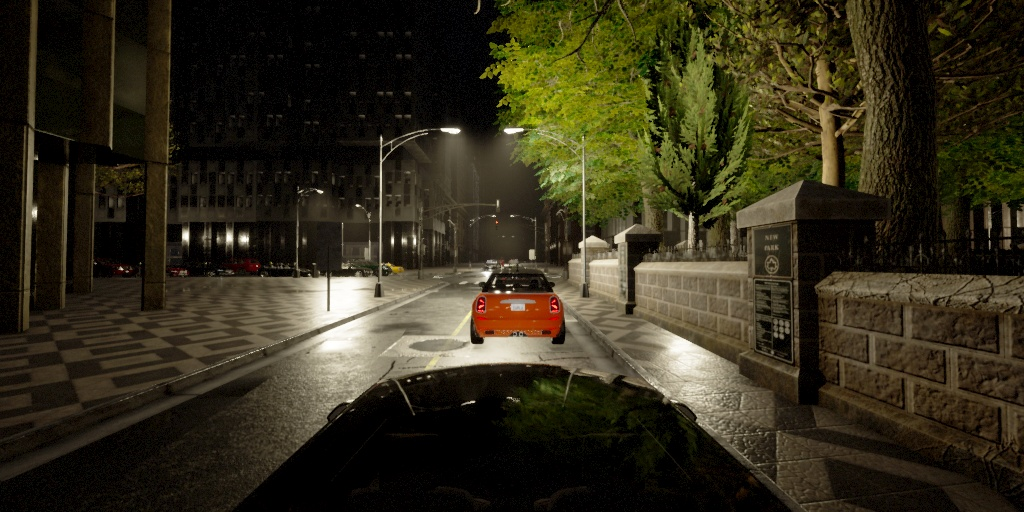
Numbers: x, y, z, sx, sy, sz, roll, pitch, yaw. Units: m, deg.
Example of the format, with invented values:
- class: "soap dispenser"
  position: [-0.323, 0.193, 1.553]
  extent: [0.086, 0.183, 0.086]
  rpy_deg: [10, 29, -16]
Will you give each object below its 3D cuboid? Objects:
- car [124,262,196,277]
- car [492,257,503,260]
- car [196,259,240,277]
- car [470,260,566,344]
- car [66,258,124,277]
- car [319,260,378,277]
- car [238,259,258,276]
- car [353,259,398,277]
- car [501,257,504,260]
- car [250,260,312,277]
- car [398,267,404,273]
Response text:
- class: "car"
  position: [-31.036, 1.320, 31.675]
  extent: [4.207, 1.307, 1.802]
  rpy_deg: [0, 0, 1]
- class: "car"
  position: [-2.859, 1.325, 50.787]
  extent: [2.128, 1.511, 4.902]
  rpy_deg: [0, 0, 0]
- class: "car"
  position: [-29.461, 1.298, 34.340]
  extent: [4.892, 1.490, 1.837]
  rpy_deg: [0, -1, 1]
- class: "car"
  position: [0.132, 1.107, 9.723]
  extent: [2.097, 1.767, 4.553]
  rpy_deg: [0, 0, 0]
- class: "car"
  position: [-36.549, 1.061, 31.732]
  extent: [5.009, 1.841, 2.192]
  rpy_deg: [0, 0, 1]
- class: "car"
  position: [-14.498, 1.267, 31.504]
  extent: [4.403, 1.370, 2.007]
  rpy_deg: [0, 0, 1]
- class: "car"
  position: [-30.955, 1.237, 40.198]
  extent: [5.009, 1.841, 2.192]
  rpy_deg: [0, 0, 1]
- class: "car"
  position: [-13.729, 1.126, 34.176]
  extent: [4.553, 1.767, 2.097]
  rpy_deg: [0, -1, 0]
- class: "car"
  position: [-2.792, 1.369, 61.162]
  extent: [1.837, 1.490, 4.892]
  rpy_deg: [0, 0, 1]
- class: "car"
  position: [-20.010, 1.289, 31.561]
  extent: [4.313, 1.339, 1.948]
  rpy_deg: [0, 0, 1]
- class: "car"
  position: [-14.588, 1.425, 40.028]
  extent: [4.829, 1.417, 1.751]
  rpy_deg: [0, 0, 1]
